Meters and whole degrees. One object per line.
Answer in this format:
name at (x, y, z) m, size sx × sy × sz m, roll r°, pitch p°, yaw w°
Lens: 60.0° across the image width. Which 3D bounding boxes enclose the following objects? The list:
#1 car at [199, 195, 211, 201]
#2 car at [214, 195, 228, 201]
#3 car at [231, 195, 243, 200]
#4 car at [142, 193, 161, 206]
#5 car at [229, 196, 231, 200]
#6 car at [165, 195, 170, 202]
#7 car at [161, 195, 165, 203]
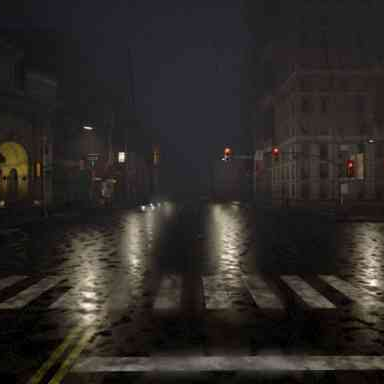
car at (3.287, 1.524, 85.339) m, size 1.812 × 1.442 × 4.674 m, roll 0°, pitch 0°, yaw 22°
car at (7.088, 1.525, 85.317) m, size 2.128 × 1.511 × 4.902 m, roll 0°, pitch 0°, yaw 25°
car at (12.455, 1.500, 94.111) m, size 1.837 × 1.490 × 4.892 m, roll 0°, pitch 0°, yaw 41°
car at (-7.076, 1.221, 56.486) m, size 2.150 × 2.045 × 5.566 m, roll 0°, pitch 0°, yaw 0°
car at (8.234, 1.466, 94.330) m, size 1.882 × 1.535 × 5.008 m, roll 0°, pitch 0°, yaw 38°
car at (-6.352, 1.478, 76.621) m, size 1.882 × 1.535 × 5.008 m, roll 0°, pitch 0°, yaw 7°
car at (-7.009, 1.505, 66.178) m, size 1.837 × 1.490 × 4.892 m, roll 0°, pitch 0°, yaw 1°
